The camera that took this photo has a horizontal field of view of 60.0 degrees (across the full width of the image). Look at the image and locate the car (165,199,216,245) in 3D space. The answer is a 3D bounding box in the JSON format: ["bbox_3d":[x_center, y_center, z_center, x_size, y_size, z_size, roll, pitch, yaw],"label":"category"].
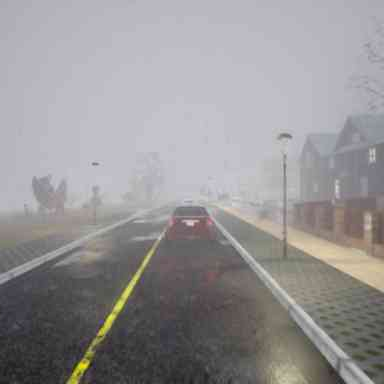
[{"bbox_3d":[-0.074,1.323,15.650,2.097,1.767,4.553,0,0,0],"label":"car"}]

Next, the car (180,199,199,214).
[{"bbox_3d":[-0.276,1.472,35.789,1.812,1.442,4.674,0,0,-1],"label":"car"}]
